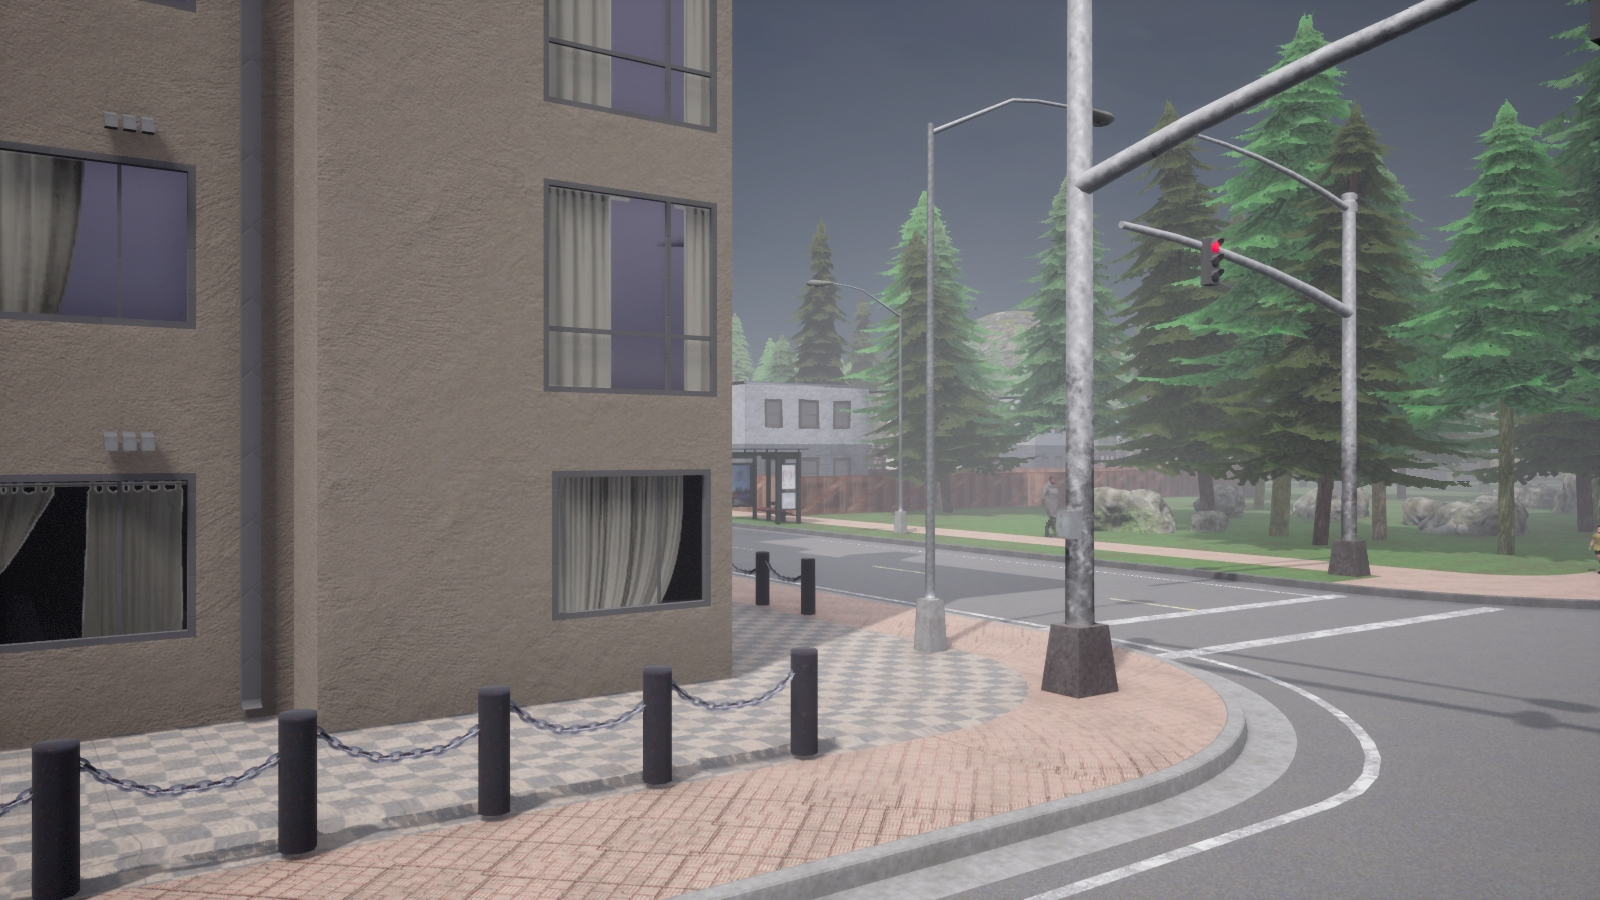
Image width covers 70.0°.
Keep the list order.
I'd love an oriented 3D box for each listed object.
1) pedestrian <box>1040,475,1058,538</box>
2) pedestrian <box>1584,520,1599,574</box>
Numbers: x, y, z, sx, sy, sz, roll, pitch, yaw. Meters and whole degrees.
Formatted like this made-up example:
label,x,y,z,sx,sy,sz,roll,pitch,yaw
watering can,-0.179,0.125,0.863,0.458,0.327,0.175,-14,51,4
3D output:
label,x,y,z,sx,sy,sz,roll,pitch,yaw
pedestrian,7.466,1.676,34.212,0.375,1.860,0.375,0,0,-34
pedestrian,16.850,2.044,23.980,0.500,1.100,0.500,0,0,-34
